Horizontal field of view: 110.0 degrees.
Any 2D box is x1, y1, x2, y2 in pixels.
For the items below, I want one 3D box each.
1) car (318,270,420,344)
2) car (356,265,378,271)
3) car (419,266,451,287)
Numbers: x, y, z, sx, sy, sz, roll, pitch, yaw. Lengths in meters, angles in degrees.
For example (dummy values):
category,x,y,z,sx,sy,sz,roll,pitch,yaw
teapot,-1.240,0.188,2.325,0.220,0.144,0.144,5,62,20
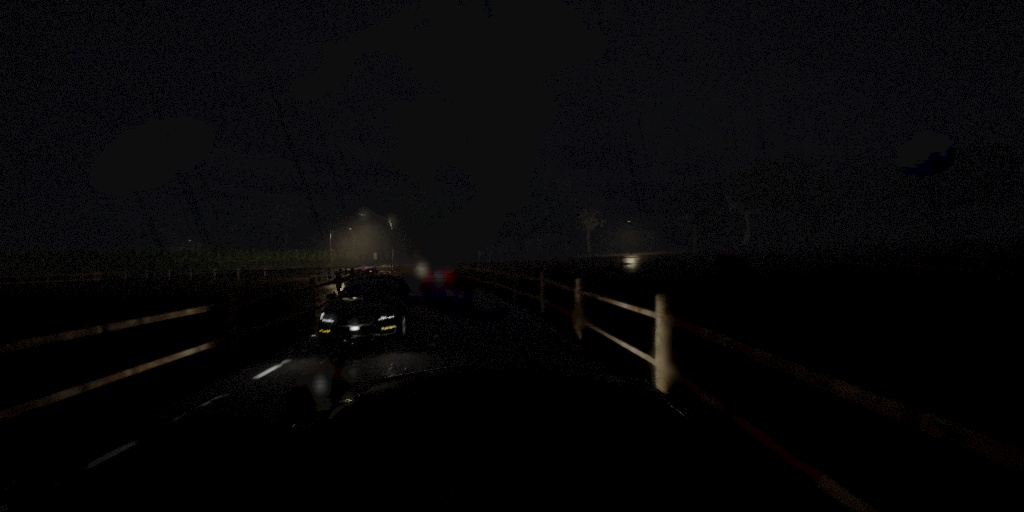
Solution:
category,x,y,z,sx,sy,sz,roll,pitch,yaw
car,-3.786,1.311,10.041,1.837,1.490,4.892,-1,0,-10
car,-17.500,1.761,43.201,1.994,1.385,4.181,-2,0,-34
car,-5.941,1.422,26.098,2.033,1.411,5.357,-1,0,-26
